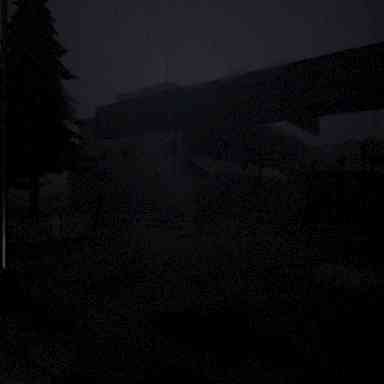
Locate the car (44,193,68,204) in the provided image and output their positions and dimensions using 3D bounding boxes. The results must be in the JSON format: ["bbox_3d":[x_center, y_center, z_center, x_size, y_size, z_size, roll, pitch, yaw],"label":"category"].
[{"bbox_3d":[-21.836,0.976,54.943,4.605,1.855,1.932,0,0,36],"label":"car"}]

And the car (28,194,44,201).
[{"bbox_3d":[-33.086,1.136,70.965,4.514,1.523,2.007,0,0,36],"label":"car"}]

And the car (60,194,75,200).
[{"bbox_3d":[-32.096,1.174,85.580,3.806,1.475,1.970,0,0,36],"label":"car"}]
